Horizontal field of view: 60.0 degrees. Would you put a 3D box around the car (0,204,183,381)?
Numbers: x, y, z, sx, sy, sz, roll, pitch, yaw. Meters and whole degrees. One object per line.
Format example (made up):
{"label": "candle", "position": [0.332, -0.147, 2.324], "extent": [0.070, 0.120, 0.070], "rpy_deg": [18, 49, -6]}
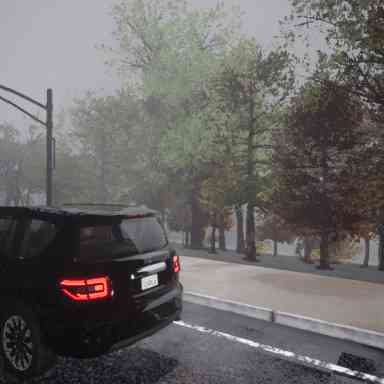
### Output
{"label": "car", "position": [-2.756, 1.221, 5.680], "extent": [5.566, 2.045, 2.150], "rpy_deg": [0, 0, 34]}
